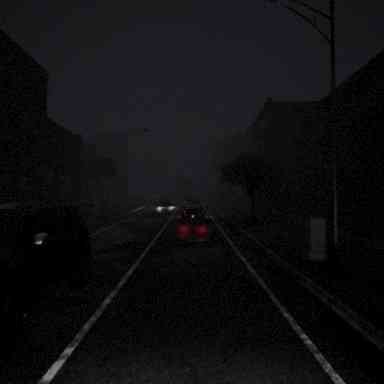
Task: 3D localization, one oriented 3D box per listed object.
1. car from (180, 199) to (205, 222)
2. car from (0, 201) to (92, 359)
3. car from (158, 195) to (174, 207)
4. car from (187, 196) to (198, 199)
[{"bbox_3d":[0.067,1.515,25.833,1.812,1.442,4.674,0,0,0],"label":"car"},{"bbox_3d":[-3.606,1.239,6.322,2.150,2.045,5.566,0,0,0],"label":"car"},{"bbox_3d":[-3.665,1.210,47.276,1.882,1.535,5.008,0,1,0],"label":"car"},{"bbox_3d":[0.047,1.301,42.548,2.128,1.511,4.902,0,1,0],"label":"car"}]
